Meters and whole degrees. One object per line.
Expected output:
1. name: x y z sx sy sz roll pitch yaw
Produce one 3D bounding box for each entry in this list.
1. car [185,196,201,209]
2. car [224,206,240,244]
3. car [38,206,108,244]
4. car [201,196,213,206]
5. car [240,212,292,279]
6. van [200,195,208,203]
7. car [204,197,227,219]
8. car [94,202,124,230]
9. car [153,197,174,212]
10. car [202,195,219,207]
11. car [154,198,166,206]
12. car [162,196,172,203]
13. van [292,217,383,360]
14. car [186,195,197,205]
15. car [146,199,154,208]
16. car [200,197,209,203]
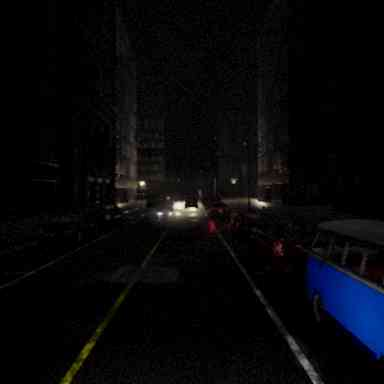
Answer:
1. car: -0.059 1.692 48.411 1.994 1.385 4.181 0 0 0
2. car: 2.832 1.586 15.769 1.887 1.381 4.507 0 0 0
3. car: -5.693 1.593 15.754 2.008 1.369 4.403 0 0 0
4. car: 2.774 1.595 60.958 1.967 1.590 4.097 0 0 0
5. car: 2.839 1.467 10.121 1.967 1.590 4.097 0 0 0
6. van: 2.753 1.521 77.905 1.690 1.788 3.998 0 0 0
7. car: 2.312 1.535 29.482 1.801 1.575 5.366 0 0 0
8. car: -5.701 1.497 21.404 1.967 1.590 4.097 0 0 0
9. car: -3.147 1.657 40.732 2.033 1.411 5.357 0 0 0
10. car: 2.795 1.432 44.012 2.192 1.841 5.009 0 0 0
11. car: -5.750 1.737 60.945 1.802 1.307 4.206 0 0 0
12. car: -5.771 1.746 77.893 1.947 1.339 4.313 0 0 0
13. van: 2.845 1.353 4.472 1.690 1.788 3.998 0 0 0
14. car: -0.080 1.511 62.960 2.097 1.767 4.553 0 0 0
15. car: -5.736 1.676 49.648 1.887 1.381 4.507 0 0 0
16. car: 2.761 1.755 72.256 1.802 1.307 4.206 0 0 0
